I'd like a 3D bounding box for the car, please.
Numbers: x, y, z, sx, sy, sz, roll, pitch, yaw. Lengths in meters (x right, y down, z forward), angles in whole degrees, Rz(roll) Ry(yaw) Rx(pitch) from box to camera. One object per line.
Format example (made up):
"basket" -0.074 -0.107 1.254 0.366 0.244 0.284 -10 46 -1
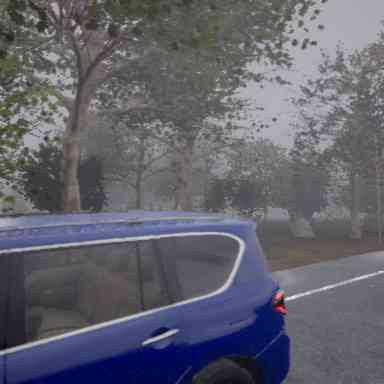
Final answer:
"car" -1.638 1.225 2.511 5.566 2.045 2.150 0 0 -35
